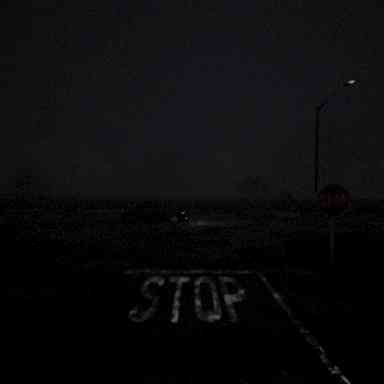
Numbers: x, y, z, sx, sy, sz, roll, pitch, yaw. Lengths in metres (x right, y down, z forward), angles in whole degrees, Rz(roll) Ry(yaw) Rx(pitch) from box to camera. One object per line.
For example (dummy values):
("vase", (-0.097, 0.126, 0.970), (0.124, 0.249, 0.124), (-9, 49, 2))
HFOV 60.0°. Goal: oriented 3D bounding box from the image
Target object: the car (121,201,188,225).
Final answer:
("car", (-2.320, 1.265, 20.858), (4.181, 1.385, 1.994), (0, 1, 0))
